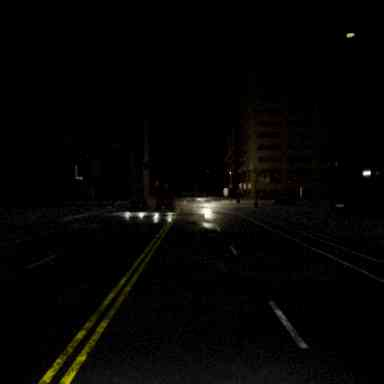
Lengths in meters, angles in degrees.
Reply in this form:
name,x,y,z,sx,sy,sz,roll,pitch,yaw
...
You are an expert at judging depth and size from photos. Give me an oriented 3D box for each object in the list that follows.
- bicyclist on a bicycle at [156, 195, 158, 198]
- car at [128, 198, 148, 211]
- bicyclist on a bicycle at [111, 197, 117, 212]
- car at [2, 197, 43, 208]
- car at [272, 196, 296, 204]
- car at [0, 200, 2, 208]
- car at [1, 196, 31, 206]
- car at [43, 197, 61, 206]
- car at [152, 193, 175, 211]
name,x,y,z,sx,sy,sz,roll,pitch,yaw
bicyclist on a bicycle,-8.656,1.519,82.878,0.582,1.620,1.656,0,0,1
car,-6.520,1.524,40.639,1.882,1.535,5.008,0,0,0
bicyclist on a bicycle,-8.594,1.407,36.465,0.659,1.776,1.843,0,0,1
car,-24.752,1.745,48.616,4.313,1.339,1.947,0,1,0
car,16.651,1.404,60.286,4.097,1.590,1.967,0,1,0
car,-30.179,1.513,48.606,5.009,1.841,2.192,0,1,0
car,-30.184,1.521,57.132,4.097,1.590,1.967,0,1,0
car,-24.760,1.503,57.138,4.097,1.590,1.967,0,1,0
car,-3.269,1.367,40.723,2.150,2.045,5.566,0,0,0
